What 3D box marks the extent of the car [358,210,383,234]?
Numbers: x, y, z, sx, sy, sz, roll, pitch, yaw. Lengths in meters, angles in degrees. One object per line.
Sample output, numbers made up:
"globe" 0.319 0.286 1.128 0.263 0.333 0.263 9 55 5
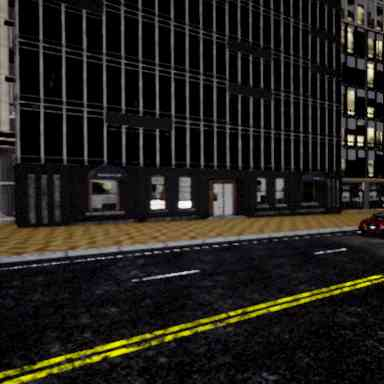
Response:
"car" 11.221 1.694 18.513 4.181 1.385 1.994 1 0 -30
